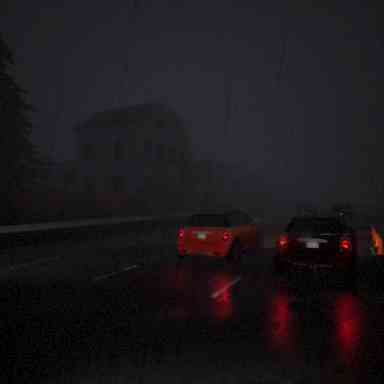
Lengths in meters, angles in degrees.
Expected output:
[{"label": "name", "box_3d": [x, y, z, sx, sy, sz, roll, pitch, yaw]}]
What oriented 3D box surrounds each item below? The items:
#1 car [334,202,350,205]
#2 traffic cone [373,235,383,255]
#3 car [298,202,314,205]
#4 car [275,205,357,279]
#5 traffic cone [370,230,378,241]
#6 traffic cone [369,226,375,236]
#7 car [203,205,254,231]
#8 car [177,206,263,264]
[{"label": "car", "box_3d": [14.651, 1.788, 32.486, 1.837, 1.490, 4.892, -1, 0, 26]}, {"label": "traffic cone", "box_3d": [7.162, 2.055, 12.600, 0.340, 0.580, 0.340, -1, -1, 26]}, {"label": "car", "box_3d": [12.101, 1.838, 35.251, 1.837, 1.490, 4.892, -1, -1, 26]}, {"label": "car", "box_3d": [4.136, 1.451, 10.752, 2.097, 1.767, 4.553, -1, -1, 26]}, {"label": "traffic cone", "box_3d": [8.033, 2.070, 14.400, 0.340, 0.580, 0.340, -1, -1, 26]}, {"label": "traffic cone", "box_3d": [8.904, 2.085, 16.200, 0.340, 0.580, 0.340, -1, -1, 26]}, {"label": "car", "box_3d": [2.752, 1.757, 23.960, 2.128, 1.511, 4.902, -1, -1, 26]}, {"label": "car", "box_3d": [1.251, 1.496, 12.824, 2.097, 1.767, 4.553, -1, -1, 26]}]
